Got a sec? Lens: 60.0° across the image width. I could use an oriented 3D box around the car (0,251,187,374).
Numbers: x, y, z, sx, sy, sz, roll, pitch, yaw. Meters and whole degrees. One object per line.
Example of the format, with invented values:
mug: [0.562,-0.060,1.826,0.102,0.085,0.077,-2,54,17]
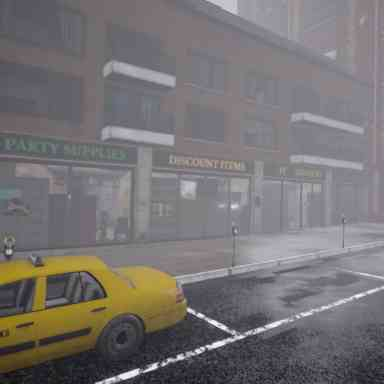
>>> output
car: [-2.356,1.526,4.394,4.829,1.417,1.752,0,2,-35]
